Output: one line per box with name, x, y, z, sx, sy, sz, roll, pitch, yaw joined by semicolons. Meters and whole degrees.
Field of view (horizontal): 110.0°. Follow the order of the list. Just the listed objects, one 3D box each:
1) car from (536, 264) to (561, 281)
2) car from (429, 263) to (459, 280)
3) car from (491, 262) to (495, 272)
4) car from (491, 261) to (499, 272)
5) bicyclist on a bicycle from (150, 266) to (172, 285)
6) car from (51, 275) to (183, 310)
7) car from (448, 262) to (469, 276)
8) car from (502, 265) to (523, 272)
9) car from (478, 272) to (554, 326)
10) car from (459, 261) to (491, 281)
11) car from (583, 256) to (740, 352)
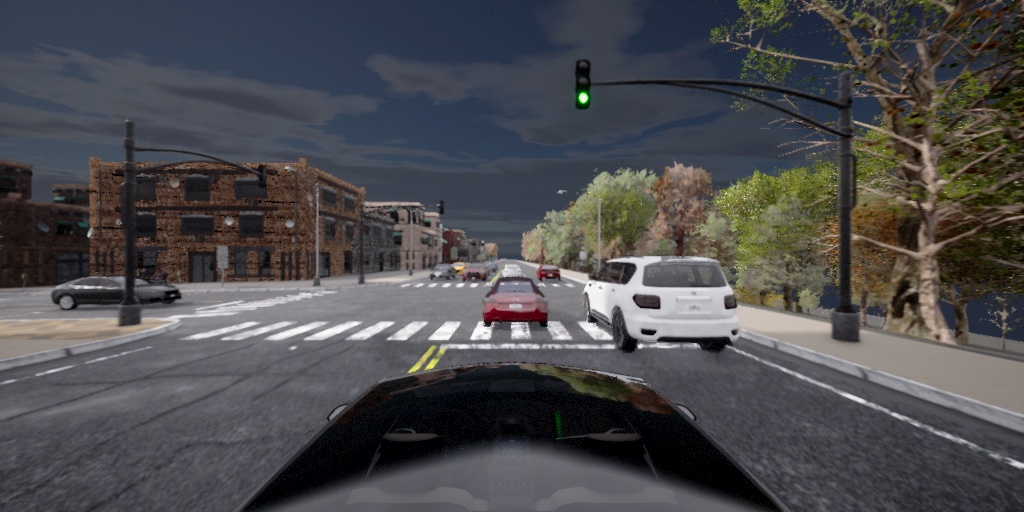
car;3.320;1.492;33.304;1.882;1.535;5.008;0;0;0
car;-6.615;1.518;34.743;2.128;1.511;4.902;0;0;1
car;-3.391;1.692;42.402;1.895;1.301;4.718;0;0;0
car;-3.367;1.527;52.337;2.097;1.767;4.553;0;0;0
bicyclist on a bicycle;-24.969;1.542;25.502;0.582;1.620;1.656;-1;0;-1
car;-18.499;1.661;16.921;4.892;1.490;1.837;-1;0;-2
car;-6.642;1.590;44.883;1.882;1.535;5.008;0;0;0
car;0.055;1.543;33.640;1.812;1.442;4.674;0;0;0
car;0.100;1.401;12.085;1.994;1.385;4.181;0;0;0
car;-3.372;1.367;33.441;2.097;1.767;4.553;0;0;0
car;3.347;1.036;9.262;2.150;2.045;5.566;0;0;0
